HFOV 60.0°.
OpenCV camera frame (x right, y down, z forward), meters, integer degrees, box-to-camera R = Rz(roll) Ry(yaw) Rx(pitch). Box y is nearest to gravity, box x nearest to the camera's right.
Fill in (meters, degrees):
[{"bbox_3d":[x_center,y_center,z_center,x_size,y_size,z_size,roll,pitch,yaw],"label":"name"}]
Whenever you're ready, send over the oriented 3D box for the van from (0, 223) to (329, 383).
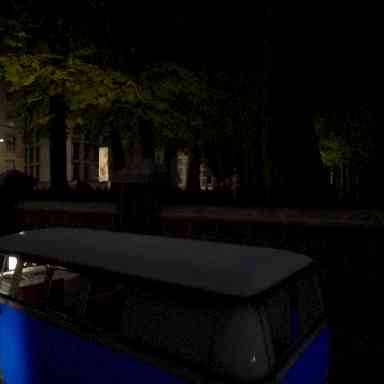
[{"bbox_3d":[-0.719,1.341,3.374,3.998,1.788,1.690,0,0,36],"label":"van"}]
